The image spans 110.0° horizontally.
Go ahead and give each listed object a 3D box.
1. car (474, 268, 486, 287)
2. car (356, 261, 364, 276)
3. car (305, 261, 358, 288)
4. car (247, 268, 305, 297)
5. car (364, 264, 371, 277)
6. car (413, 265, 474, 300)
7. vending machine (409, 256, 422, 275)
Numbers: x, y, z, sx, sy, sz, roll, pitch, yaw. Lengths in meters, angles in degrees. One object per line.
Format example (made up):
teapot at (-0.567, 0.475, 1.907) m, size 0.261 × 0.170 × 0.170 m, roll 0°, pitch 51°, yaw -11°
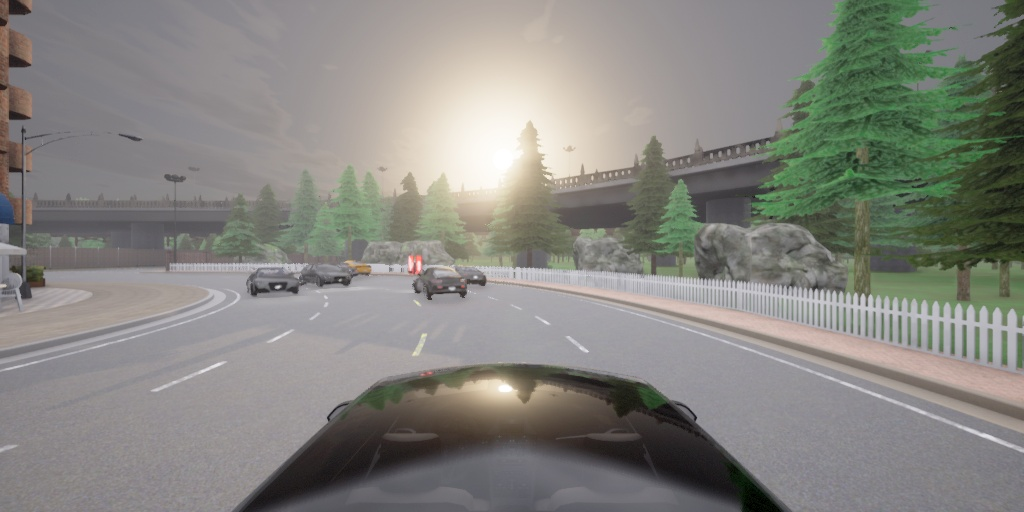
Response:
car at (-3.460, 1.306, 24.139) m, size 1.994 × 1.385 × 4.181 m, roll 0°, pitch 0°, yaw -35°
car at (-15.576, 1.289, 30.869) m, size 5.357 × 1.411 × 2.033 m, roll 0°, pitch 0°, yaw 30°
car at (-12.404, 1.249, 23.768) m, size 4.892 × 1.490 × 1.837 m, roll 0°, pitch -1°, yaw 42°
car at (-12.600, 1.309, 18.876) m, size 1.994 × 1.385 × 4.181 m, roll 0°, pitch 0°, yaw -40°
car at (-15.861, 1.219, 34.687) m, size 5.008 × 1.535 × 1.882 m, roll 0°, pitch 0°, yaw 28°
car at (-3.628, 1.272, 17.857) m, size 1.812 × 1.442 × 4.674 m, roll 0°, pitch 0°, yaw -25°
vending machine at (-9.716, 0.936, 36.007) m, size 0.880 × 2.100 × 1.100 m, roll 0°, pitch 0°, yaw 34°
